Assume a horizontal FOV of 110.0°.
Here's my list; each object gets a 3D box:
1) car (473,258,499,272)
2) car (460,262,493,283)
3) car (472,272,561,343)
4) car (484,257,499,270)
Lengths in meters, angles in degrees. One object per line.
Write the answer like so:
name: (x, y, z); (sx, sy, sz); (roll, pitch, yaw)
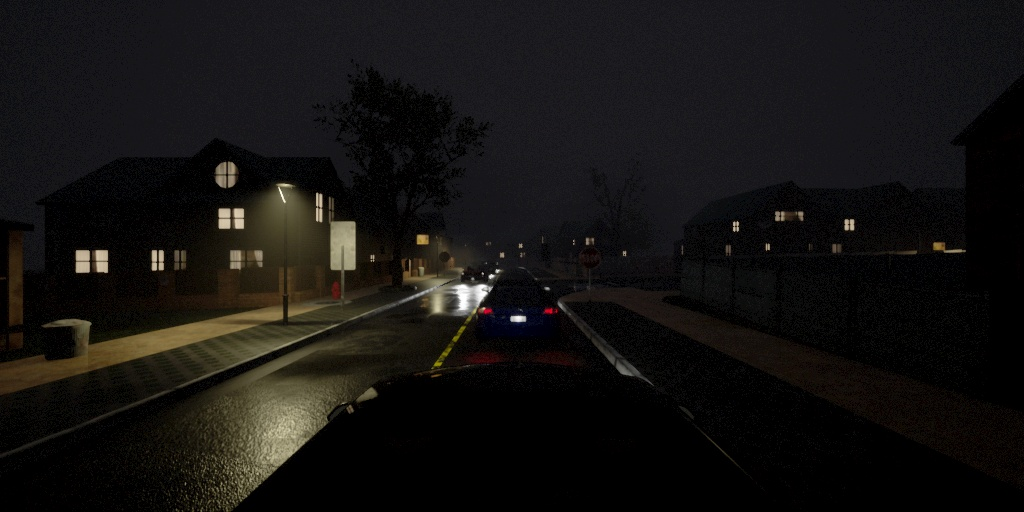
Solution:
car: (-2.773, 1.270, 39.856); (2.033, 1.411, 5.357); (0, 0, 0)
car: (-2.788, 1.335, 27.682); (1.895, 1.301, 4.718); (0, 0, 0)
car: (0.124, 1.311, 9.657); (1.994, 1.385, 4.181); (0, 0, 0)
car: (-3.009, 1.067, 52.454); (2.097, 1.767, 4.553); (0, 0, -3)
